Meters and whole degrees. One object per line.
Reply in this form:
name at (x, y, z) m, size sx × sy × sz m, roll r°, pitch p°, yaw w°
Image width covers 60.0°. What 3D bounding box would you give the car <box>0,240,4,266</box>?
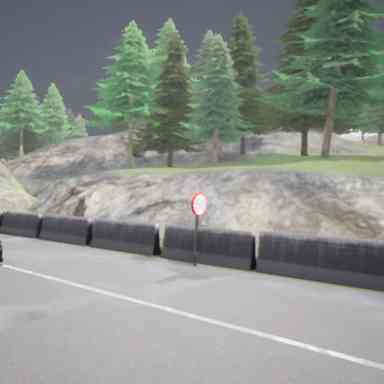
car at (-6.945, 1.465, 8.943) m, size 4.902 × 1.511 × 2.128 m, roll 0°, pitch 0°, yaw 35°
